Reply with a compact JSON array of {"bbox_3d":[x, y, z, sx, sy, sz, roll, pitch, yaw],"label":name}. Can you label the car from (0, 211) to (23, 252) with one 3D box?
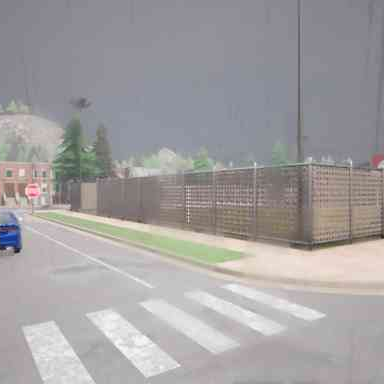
[{"bbox_3d":[-7.890,1.484,13.220,1.882,1.535,5.008,0,0,-28],"label":"car"}]
